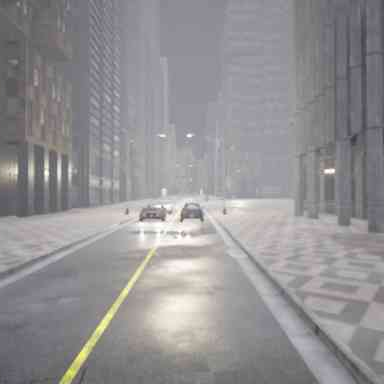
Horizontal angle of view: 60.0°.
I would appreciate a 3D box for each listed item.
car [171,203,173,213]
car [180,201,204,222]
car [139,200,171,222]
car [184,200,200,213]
[{"bbox_3d":[-3.041,1.588,36.057,1.812,1.442,4.674,0,0,0],"label":"car"},{"bbox_3d":[0.002,1.569,26.406,1.812,1.442,4.674,0,0,1],"label":"car"},{"bbox_3d":[-3.034,1.610,26.789,1.994,1.385,4.181,0,0,0],"label":"car"},{"bbox_3d":[0.015,1.667,39.617,1.895,1.301,4.718,0,0,0],"label":"car"}]
